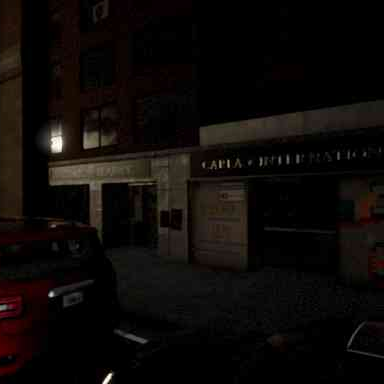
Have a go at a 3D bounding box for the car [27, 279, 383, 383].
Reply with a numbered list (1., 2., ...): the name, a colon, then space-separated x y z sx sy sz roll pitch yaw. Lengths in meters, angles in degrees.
1. car: 1.150 1.551 2.034 4.403 1.369 2.008 0 -1 36

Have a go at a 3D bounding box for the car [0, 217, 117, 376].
1. car: -3.309 1.319 5.222 5.009 1.841 2.192 0 -1 36
